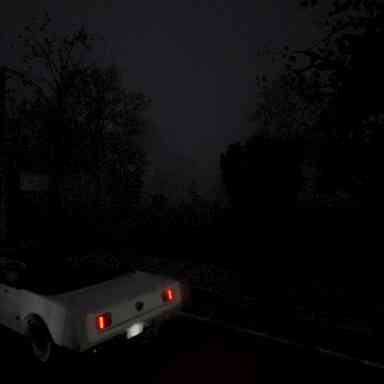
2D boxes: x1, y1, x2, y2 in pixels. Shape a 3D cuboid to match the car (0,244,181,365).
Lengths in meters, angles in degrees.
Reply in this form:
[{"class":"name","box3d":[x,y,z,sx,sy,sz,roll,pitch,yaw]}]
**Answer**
[{"class":"car","box3d":[-2.580,1.597,5.826,4.718,1.301,1.895,0,0,35]}]
